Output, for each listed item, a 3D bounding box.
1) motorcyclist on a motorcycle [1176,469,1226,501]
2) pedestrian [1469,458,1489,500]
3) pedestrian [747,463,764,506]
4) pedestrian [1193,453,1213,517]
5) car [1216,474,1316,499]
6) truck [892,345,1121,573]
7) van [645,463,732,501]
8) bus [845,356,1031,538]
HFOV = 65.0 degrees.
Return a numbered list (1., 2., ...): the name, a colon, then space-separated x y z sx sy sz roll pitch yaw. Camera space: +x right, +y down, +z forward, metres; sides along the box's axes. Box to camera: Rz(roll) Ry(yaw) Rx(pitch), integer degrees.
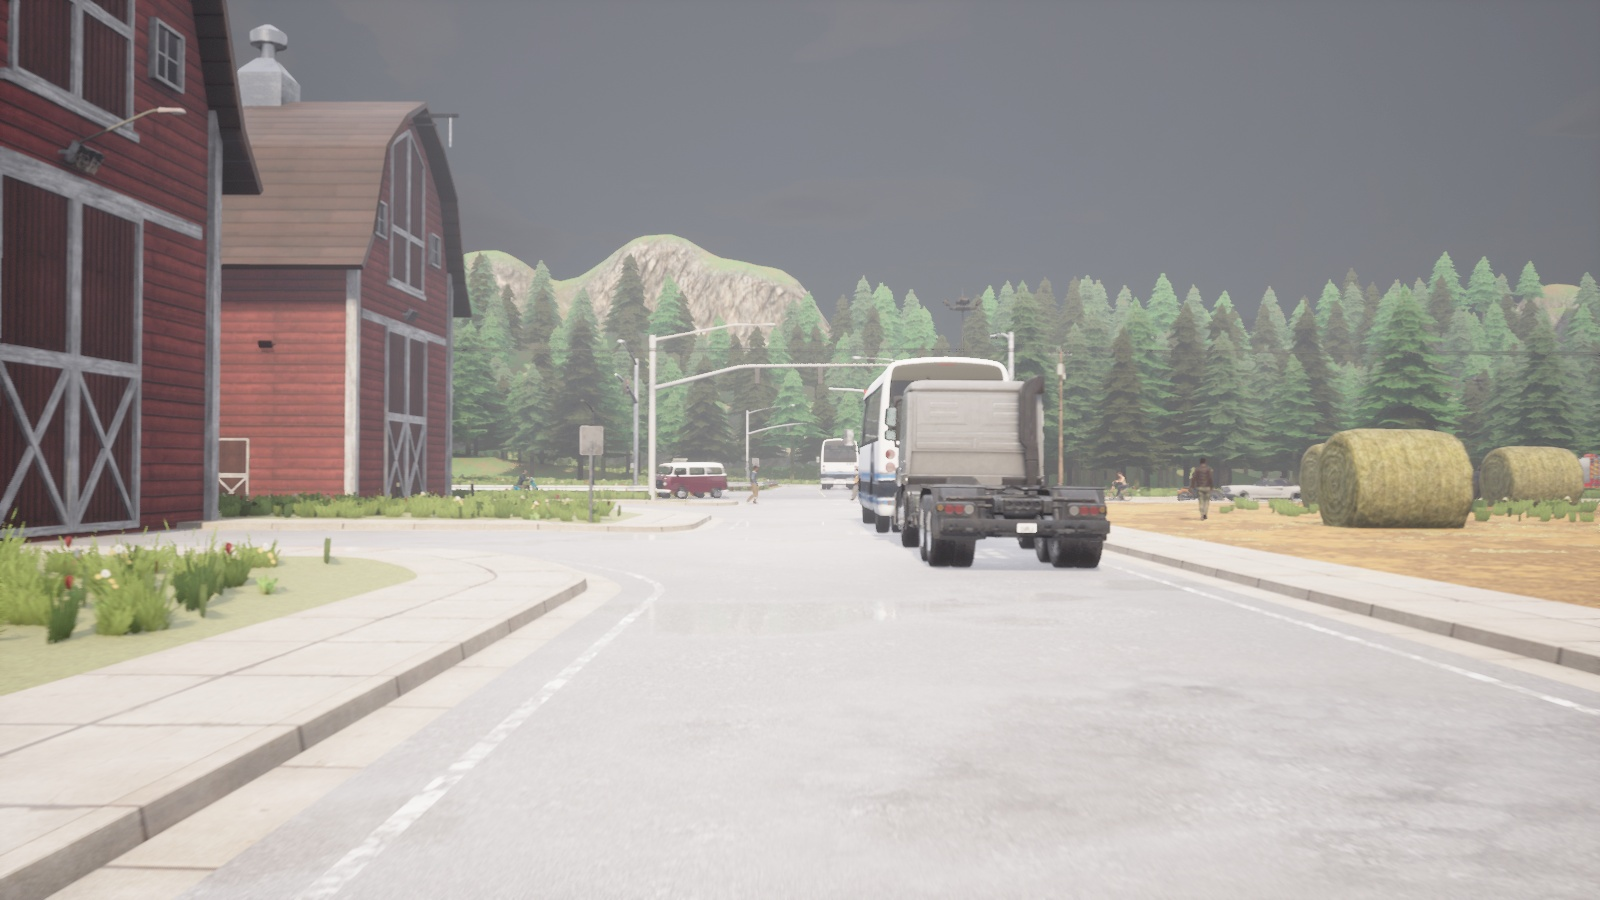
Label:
1. motorcyclist on a motorcycle: 20.772 1.798 65.047 2.350 1.649 0.766 0 -1 1
2. pedestrian: 30.367 1.296 56.169 0.694 1.848 0.540 -1 -1 19
3. pedestrian: -2.065 1.595 57.929 0.788 1.949 0.423 0 -1 -4
4. pedestrian: 11.772 1.024 36.683 0.431 1.840 0.703 -1 -1 28
5. car: 25.385 1.986 68.474 4.718 1.301 1.895 0 -1 1
6. truck: 3.444 0.190 23.134 2.891 3.462 7.936 0 -1 0
7. van: -6.167 1.748 69.993 4.480 2.038 2.069 0 1 -43
8. bus: 3.410 0.004 34.601 3.944 4.253 10.273 0 -1 0
